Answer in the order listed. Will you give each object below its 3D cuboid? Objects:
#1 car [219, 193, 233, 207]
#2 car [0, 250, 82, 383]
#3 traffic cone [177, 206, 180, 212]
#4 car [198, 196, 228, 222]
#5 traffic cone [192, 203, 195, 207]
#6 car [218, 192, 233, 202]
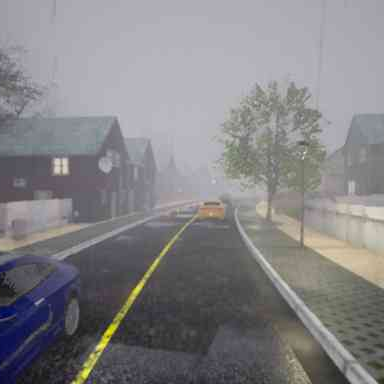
[{"bbox_3d":[4.187,1.155,42.922,2.128,1.511,4.902,0,1,10],"label":"car"},{"bbox_3d":[-2.741,1.517,3.820,1.812,1.442,4.674,0,0,1],"label":"car"},{"bbox_3d":[-1.399,1.722,33.734,0.340,0.580,0.340,0,1,8],"label":"traffic cone"},{"bbox_3d":[1.586,1.339,25.344,1.882,1.535,5.008,0,1,6],"label":"car"},{"bbox_3d":[0.244,1.610,43.701,0.340,0.580,0.340,0,1,11],"label":"traffic cone"},{"bbox_3d":[6.038,0.900,59.893,2.128,1.511,4.902,0,1,12],"label":"car"}]
